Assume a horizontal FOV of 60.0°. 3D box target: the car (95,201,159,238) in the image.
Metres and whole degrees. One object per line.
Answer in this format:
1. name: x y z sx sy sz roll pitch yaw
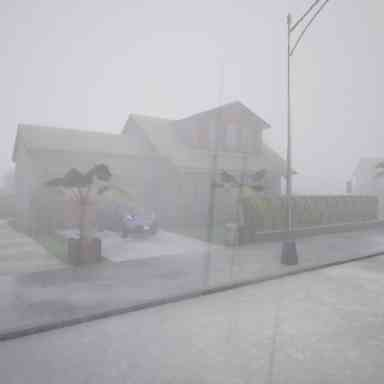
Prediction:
1. car: -3.022 1.173 15.291 1.845 1.501 3.633 0 0 -38
